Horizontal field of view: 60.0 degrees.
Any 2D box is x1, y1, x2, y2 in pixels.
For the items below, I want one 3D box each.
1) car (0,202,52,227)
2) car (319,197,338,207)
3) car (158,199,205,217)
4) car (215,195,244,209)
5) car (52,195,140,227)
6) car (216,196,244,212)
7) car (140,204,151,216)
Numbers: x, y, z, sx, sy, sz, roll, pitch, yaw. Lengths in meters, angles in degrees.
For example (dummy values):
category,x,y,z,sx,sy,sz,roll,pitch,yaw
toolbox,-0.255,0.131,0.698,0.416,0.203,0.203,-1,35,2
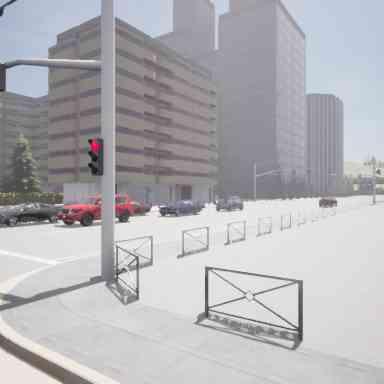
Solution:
category,x,y,z,sx,sy,sz,roll,pitch,yaw
car,-11.281,1.492,22.970,2.128,1.511,4.902,0,0,35
car,20.802,1.478,50.701,1.882,1.535,5.008,0,0,35
car,-1.075,1.601,31.614,1.895,1.301,4.718,0,0,35
car,5.314,1.352,46.984,2.097,1.767,4.553,0,0,35
car,-6.618,1.221,23.569,2.150,2.045,5.566,0,0,35
car,4.609,1.526,39.837,1.812,1.442,4.674,0,0,35
car,-6.022,1.601,30.602,1.895,1.301,4.718,0,0,35
